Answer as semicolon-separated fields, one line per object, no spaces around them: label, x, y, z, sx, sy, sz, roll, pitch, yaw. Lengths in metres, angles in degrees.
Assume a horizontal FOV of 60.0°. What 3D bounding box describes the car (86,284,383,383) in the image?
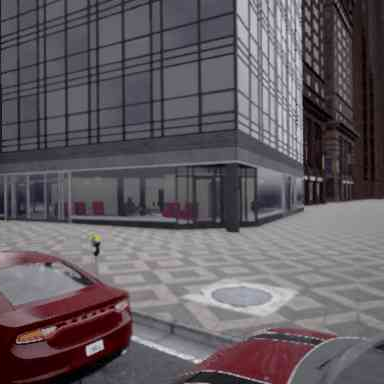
car;1.578;1.439;1.732;4.097;1.590;1.967;0;-1;36

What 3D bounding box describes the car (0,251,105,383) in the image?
car;-2.867;1.558;4.901;4.507;1.381;1.887;0;-1;36
